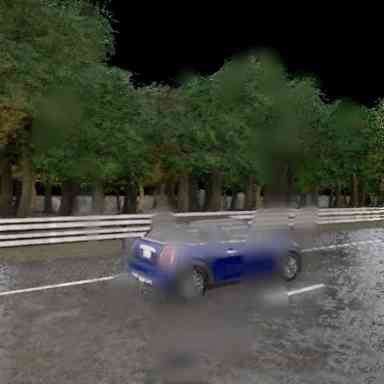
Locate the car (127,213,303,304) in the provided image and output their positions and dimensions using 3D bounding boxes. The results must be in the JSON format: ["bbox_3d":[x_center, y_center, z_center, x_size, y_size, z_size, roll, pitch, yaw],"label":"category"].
[{"bbox_3d":[0.767,1.393,8.498,4.553,1.767,2.097,1,0,-35],"label":"car"}]
